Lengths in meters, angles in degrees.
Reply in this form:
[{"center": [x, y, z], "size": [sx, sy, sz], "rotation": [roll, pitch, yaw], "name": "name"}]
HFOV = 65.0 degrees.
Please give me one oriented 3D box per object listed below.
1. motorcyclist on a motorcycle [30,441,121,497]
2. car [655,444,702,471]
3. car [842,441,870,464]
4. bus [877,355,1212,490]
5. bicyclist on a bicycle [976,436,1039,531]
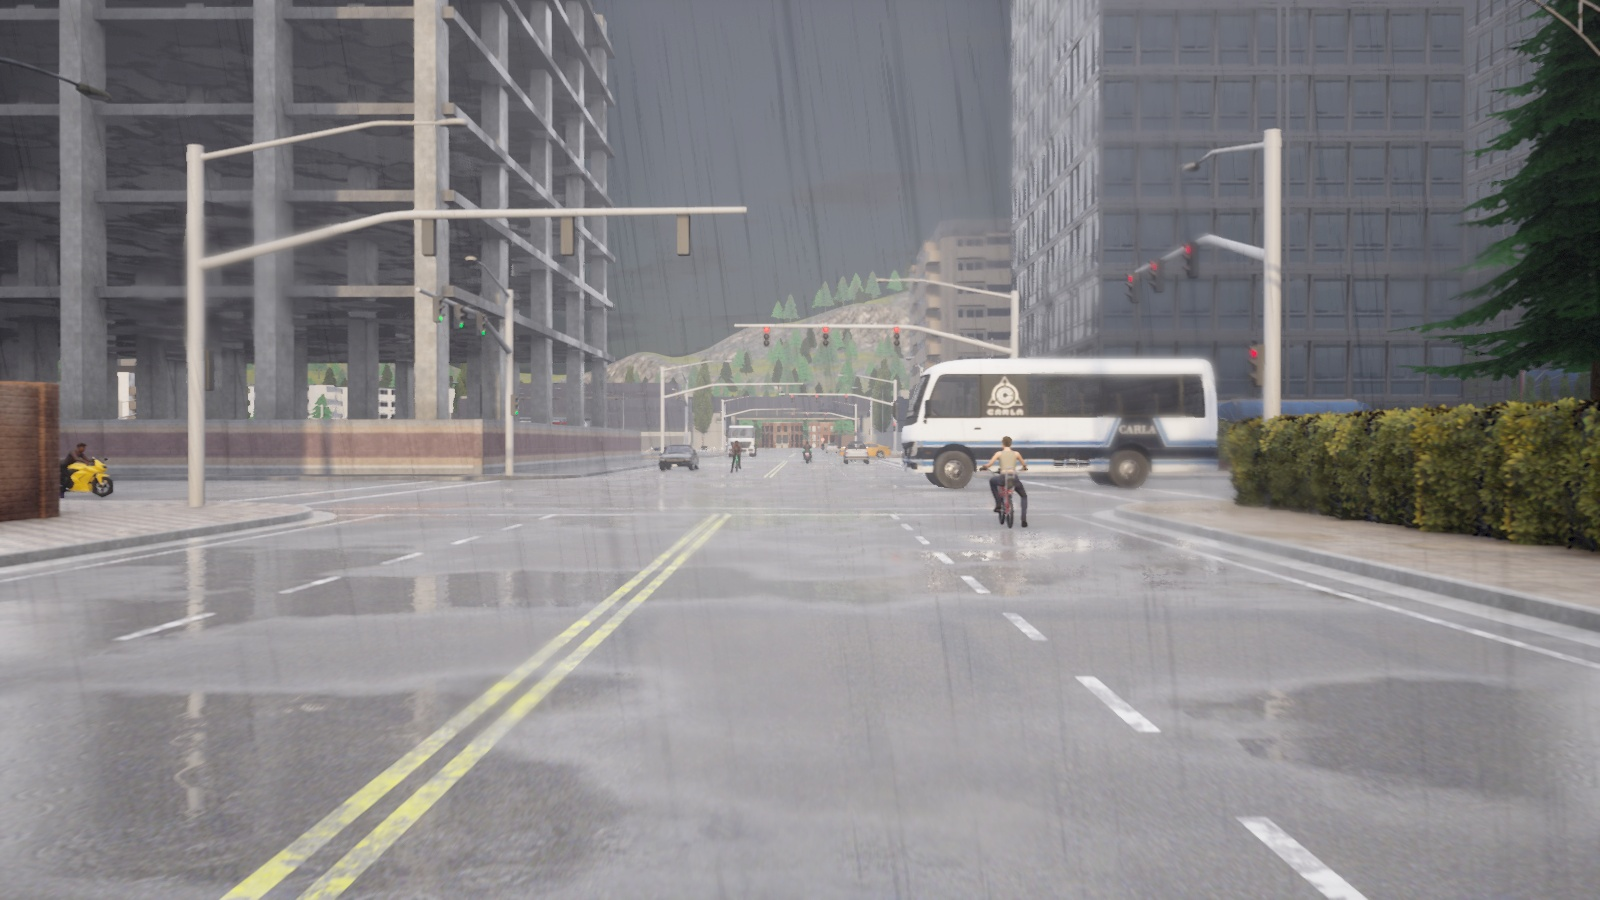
[{"center": [-19.822, 0.519, 34.372], "size": [2.044, 1.523, 0.797], "rotation": [0, 0, 1], "name": "motorcyclist on a motorcycle"}, {"center": [-6.594, 0.402, 68.637], "size": [2.033, 1.411, 5.357], "rotation": [0, 0, 0], "name": "car"}, {"center": [4.031, 0.138, 90.544], "size": [1.851, 1.617, 3.988], "rotation": [0, 0, 0], "name": "car"}, {"center": [7.822, -0.857, 41.455], "size": [10.273, 4.253, 3.944], "rotation": [0, 0, -1], "name": "bus"}, {"center": [3.636, 0.561, 22.103], "size": [0.866, 1.612, 1.509], "rotation": [0, 0, 1], "name": "bicyclist on a bicycle"}]
